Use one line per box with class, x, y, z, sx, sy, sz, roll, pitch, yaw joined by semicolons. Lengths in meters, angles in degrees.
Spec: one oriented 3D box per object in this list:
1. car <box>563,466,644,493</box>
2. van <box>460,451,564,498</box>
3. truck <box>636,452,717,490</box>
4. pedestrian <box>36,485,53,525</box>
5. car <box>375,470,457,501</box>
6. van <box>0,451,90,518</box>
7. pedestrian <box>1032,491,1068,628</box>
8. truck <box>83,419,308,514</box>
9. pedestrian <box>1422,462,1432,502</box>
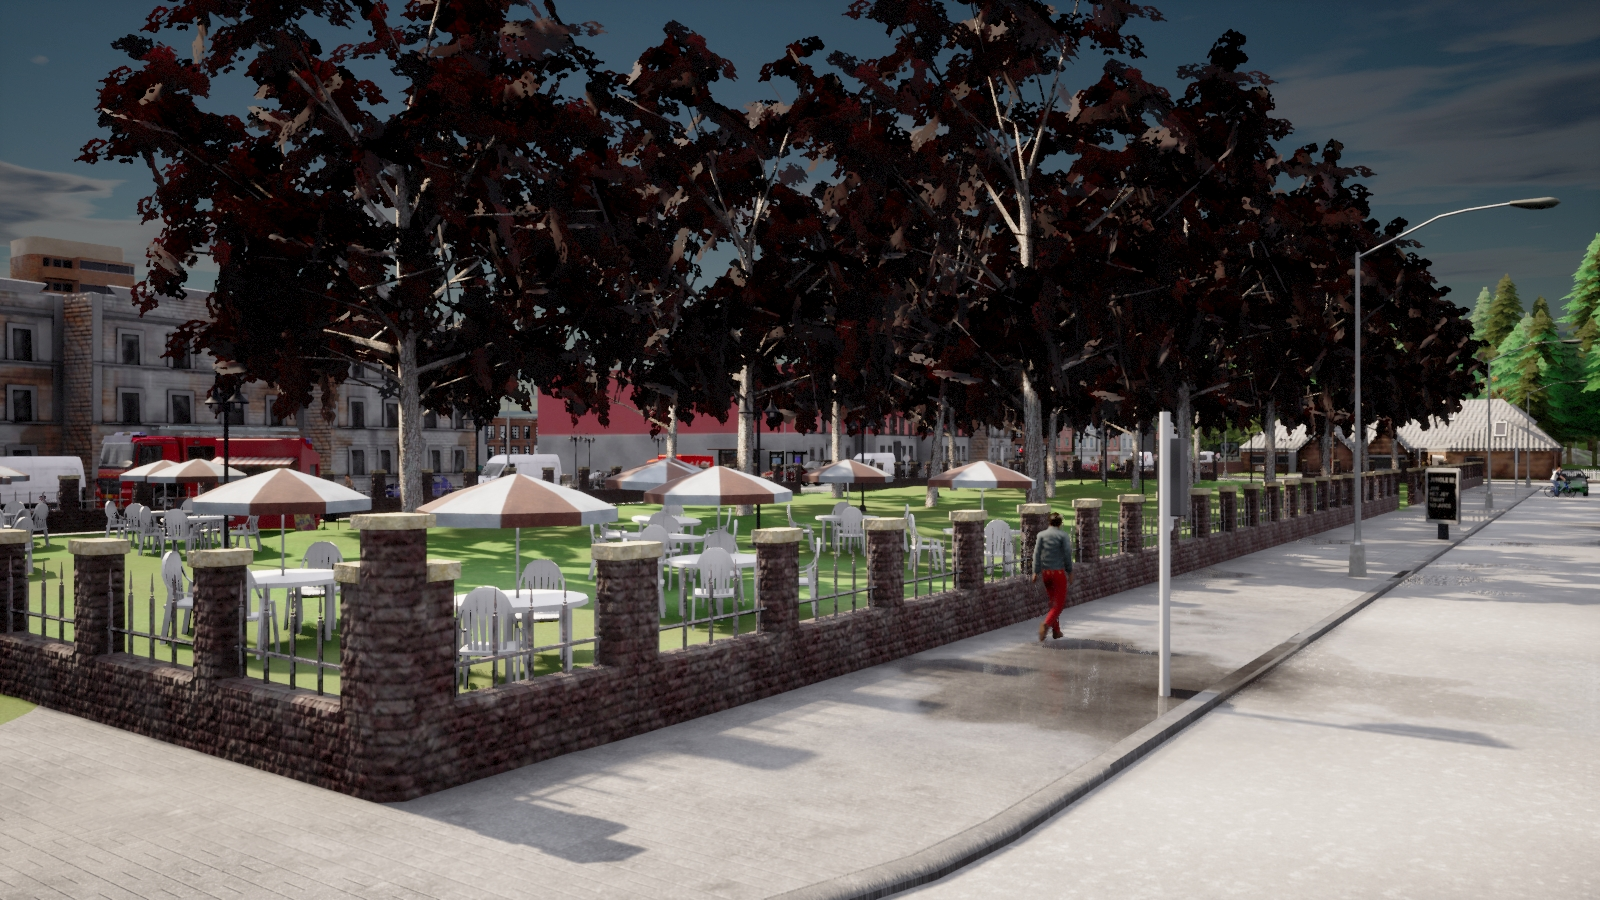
car;-12.166;1.814;71.050;2.097;1.535;5.006;0;0;35
van;-16.329;1.314;65.083;1.988;2.561;5.915;0;0;35
truck;-8.233;1.348;76.671;2.627;2.467;5.204;0;0;35
pedestrian;-24.955;1.805;37.728;0.375;1.300;0.375;0;0;40
car;-20.045;1.818;59.739;1.845;1.501;3.633;0;0;35
van;-31.021;1.314;44.007;1.988;2.561;5.915;0;0;35
pedestrian;3.497;1.517;15.977;0.375;1.860;0.375;0;0;37
truck;-26.598;0.670;50.778;2.891;3.827;8.468;0;0;35
pedestrian;29.991;1.525;54.676;0.375;1.860;0.375;0;0;35
